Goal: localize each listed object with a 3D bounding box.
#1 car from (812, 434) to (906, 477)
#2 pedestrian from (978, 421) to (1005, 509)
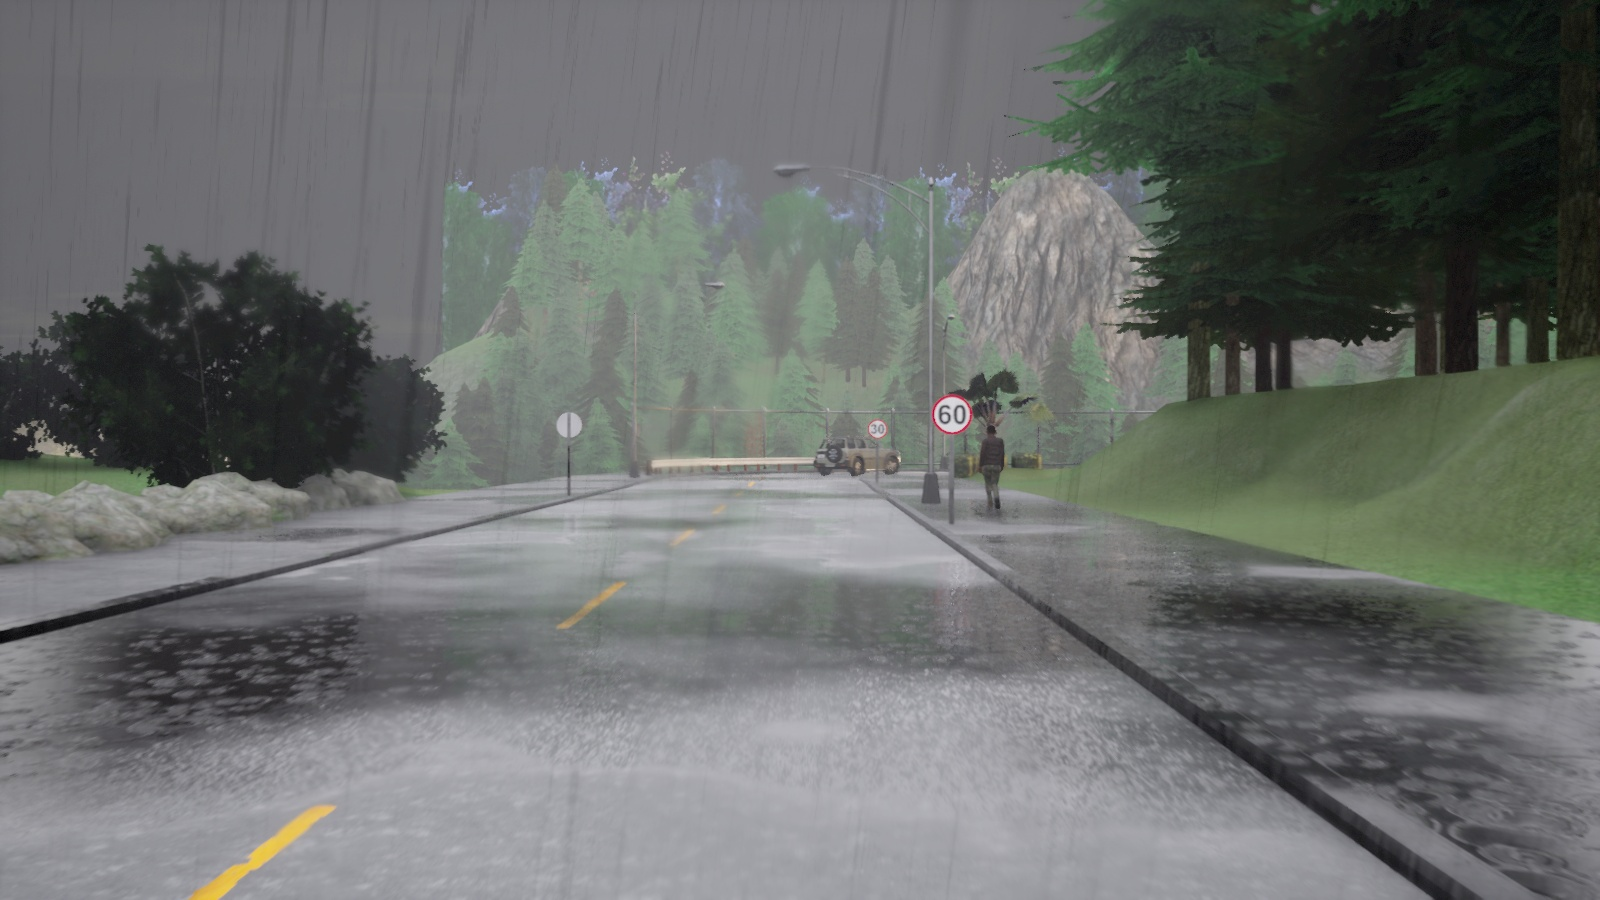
[{"bbox_3d":[2.684,0.248,56.573,1.932,1.855,4.605,-1,0,37],"label":"car"},{"bbox_3d":[4.069,0.309,26.651,0.431,1.840,0.703,0,0,-3],"label":"pedestrian"}]
